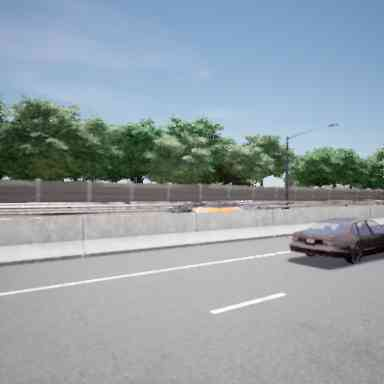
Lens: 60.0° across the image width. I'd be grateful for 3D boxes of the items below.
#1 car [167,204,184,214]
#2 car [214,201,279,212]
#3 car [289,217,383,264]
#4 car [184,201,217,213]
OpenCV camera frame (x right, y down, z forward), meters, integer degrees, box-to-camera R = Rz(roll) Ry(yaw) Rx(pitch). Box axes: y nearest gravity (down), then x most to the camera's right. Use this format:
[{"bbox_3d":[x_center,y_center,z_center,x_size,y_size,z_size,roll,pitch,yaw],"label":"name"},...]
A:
[{"bbox_3d":[0.079,1.658,29.854,4.892,1.490,1.837,1,0,-35],"label":"car"},{"bbox_3d":[4.384,1.648,24.328,4.902,1.511,2.128,1,0,-36],"label":"car"},{"bbox_3d":[5.884,1.654,12.251,5.357,1.411,2.033,1,0,-36],"label":"car"},{"bbox_3d":[2.005,1.504,26.929,4.553,1.767,2.097,1,0,-36],"label":"car"}]
